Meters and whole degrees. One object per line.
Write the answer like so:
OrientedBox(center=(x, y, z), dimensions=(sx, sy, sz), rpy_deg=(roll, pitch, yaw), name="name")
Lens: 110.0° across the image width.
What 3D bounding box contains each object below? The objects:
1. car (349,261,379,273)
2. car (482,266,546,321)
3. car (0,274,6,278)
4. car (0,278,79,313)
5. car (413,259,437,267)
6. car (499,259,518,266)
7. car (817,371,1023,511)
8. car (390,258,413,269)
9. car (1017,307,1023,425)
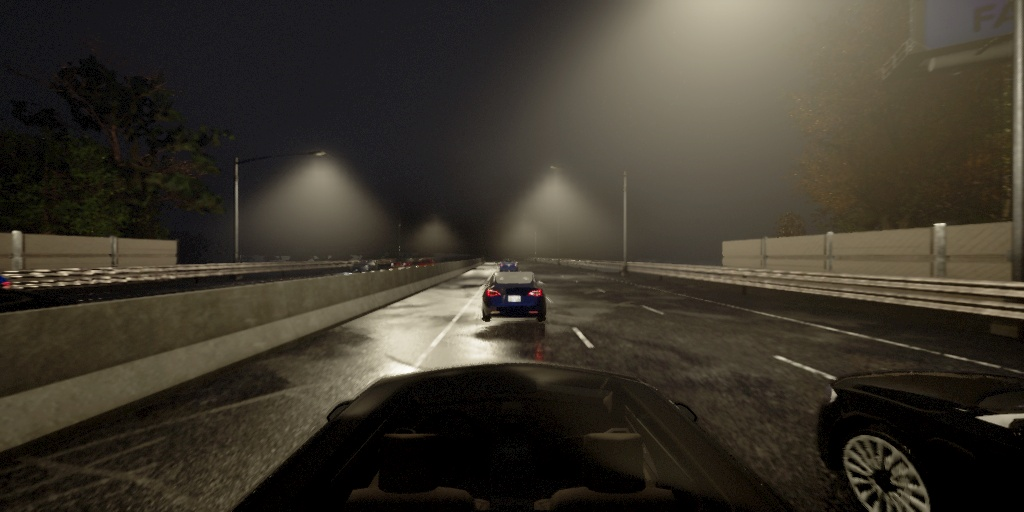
OrientedBox(center=(-18.139, 1.281, 44.397), dimensions=(2.033, 1.411, 5.357), rpy_deg=(0, 0, -1), name="car")
OrientedBox(center=(0.050, 1.252, 12.498), dimensions=(2.163, 1.488, 4.792), rpy_deg=(0, 0, 0), name="car")
OrientedBox(center=(-14.118, 0.974, 7.011), dimensions=(2.150, 2.045, 5.566), rpy_deg=(0, 0, 0), name="car")
OrientedBox(center=(-10.630, 1.278, 6.236), dimensions=(1.812, 1.442, 4.674), rpy_deg=(0, 0, 0), name="car")
OrientedBox(center=(-11.211, 1.207, 47.410), dimensions=(1.882, 1.535, 5.008), rpy_deg=(0, 0, -1), name="car")
OrientedBox(center=(-0.395, 1.084, 42.076), dimensions=(2.097, 1.767, 4.553), rpy_deg=(0, 0, -1), name="car")
OrientedBox(center=(3.592, 1.241, 1.127), dimensions=(2.128, 1.511, 4.902), rpy_deg=(0, 0, 0), name="car")
OrientedBox(center=(-14.729, 1.082, 48.103), dimensions=(2.097, 1.767, 4.553), rpy_deg=(0, 0, -1), name="car")
OrientedBox(center=(7.090, 1.312, 2.236), dimensions=(1.994, 1.385, 4.181), rpy_deg=(0, 0, 0), name="car")
